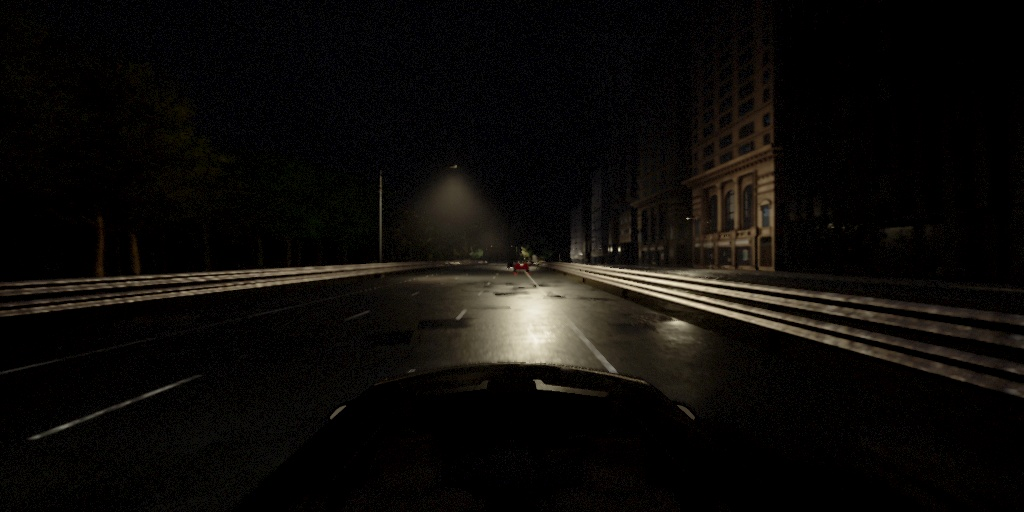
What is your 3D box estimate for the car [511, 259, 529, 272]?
[{"bbox_3d":[1.255,1.258,49.094,2.097,1.767,4.553,0,0,0],"label":"car"}]
